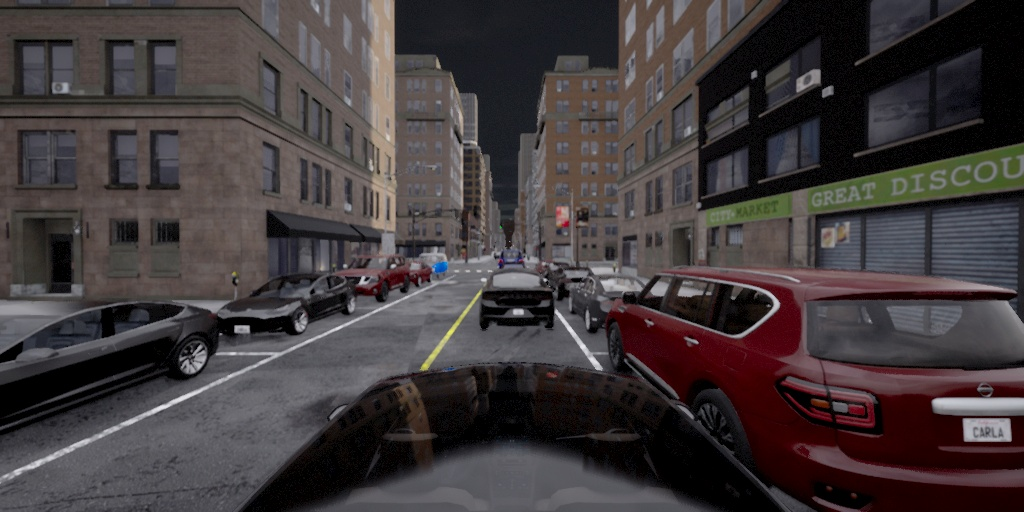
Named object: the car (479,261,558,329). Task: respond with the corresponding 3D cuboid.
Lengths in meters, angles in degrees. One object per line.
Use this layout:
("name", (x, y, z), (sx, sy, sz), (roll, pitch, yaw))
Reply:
("car", (0.079, 1.085, 10.670), (1.882, 1.535, 5.008), (0, 1, -2))

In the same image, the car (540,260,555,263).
("car", (2.628, 1.005, 21.172), (1.948, 1.339, 4.313), (0, 0, 0))

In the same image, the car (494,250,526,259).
("car", (-0.044, 0.530, 29.410), (2.150, 2.045, 5.566), (0, 1, 1))

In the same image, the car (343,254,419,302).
("car", (-5.885, 0.844, 15.565), (2.192, 1.841, 5.009), (0, 0, 0))

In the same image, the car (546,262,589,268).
("car", (2.640, 1.095, 15.587), (1.948, 1.339, 4.313), (0, 0, 0))

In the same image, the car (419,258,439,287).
("car", (-5.897, 0.985, 21.151), (1.888, 1.381, 4.507), (0, 0, 0))

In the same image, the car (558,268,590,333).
("car", (2.651, 1.168, 10.004), (2.007, 1.370, 4.403), (0, 0, 0))

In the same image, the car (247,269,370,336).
("car", (-5.874, 1.184, 9.981), (1.948, 1.339, 4.313), (0, 0, 0))

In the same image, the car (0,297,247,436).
("car", (-5.862, 1.273, 4.395), (1.948, 1.339, 4.313), (0, 0, 0))

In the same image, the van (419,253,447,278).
("van", (-5.909, 0.691, 26.736), (1.690, 1.789, 3.998), (0, 0, 0))

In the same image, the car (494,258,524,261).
("car", (0.066, 1.023, 19.906), (1.994, 1.385, 4.181), (0, 1, -1))

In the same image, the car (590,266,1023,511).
("car", (2.663, 1.022, 4.419), (2.192, 1.841, 5.009), (0, 0, 0))
